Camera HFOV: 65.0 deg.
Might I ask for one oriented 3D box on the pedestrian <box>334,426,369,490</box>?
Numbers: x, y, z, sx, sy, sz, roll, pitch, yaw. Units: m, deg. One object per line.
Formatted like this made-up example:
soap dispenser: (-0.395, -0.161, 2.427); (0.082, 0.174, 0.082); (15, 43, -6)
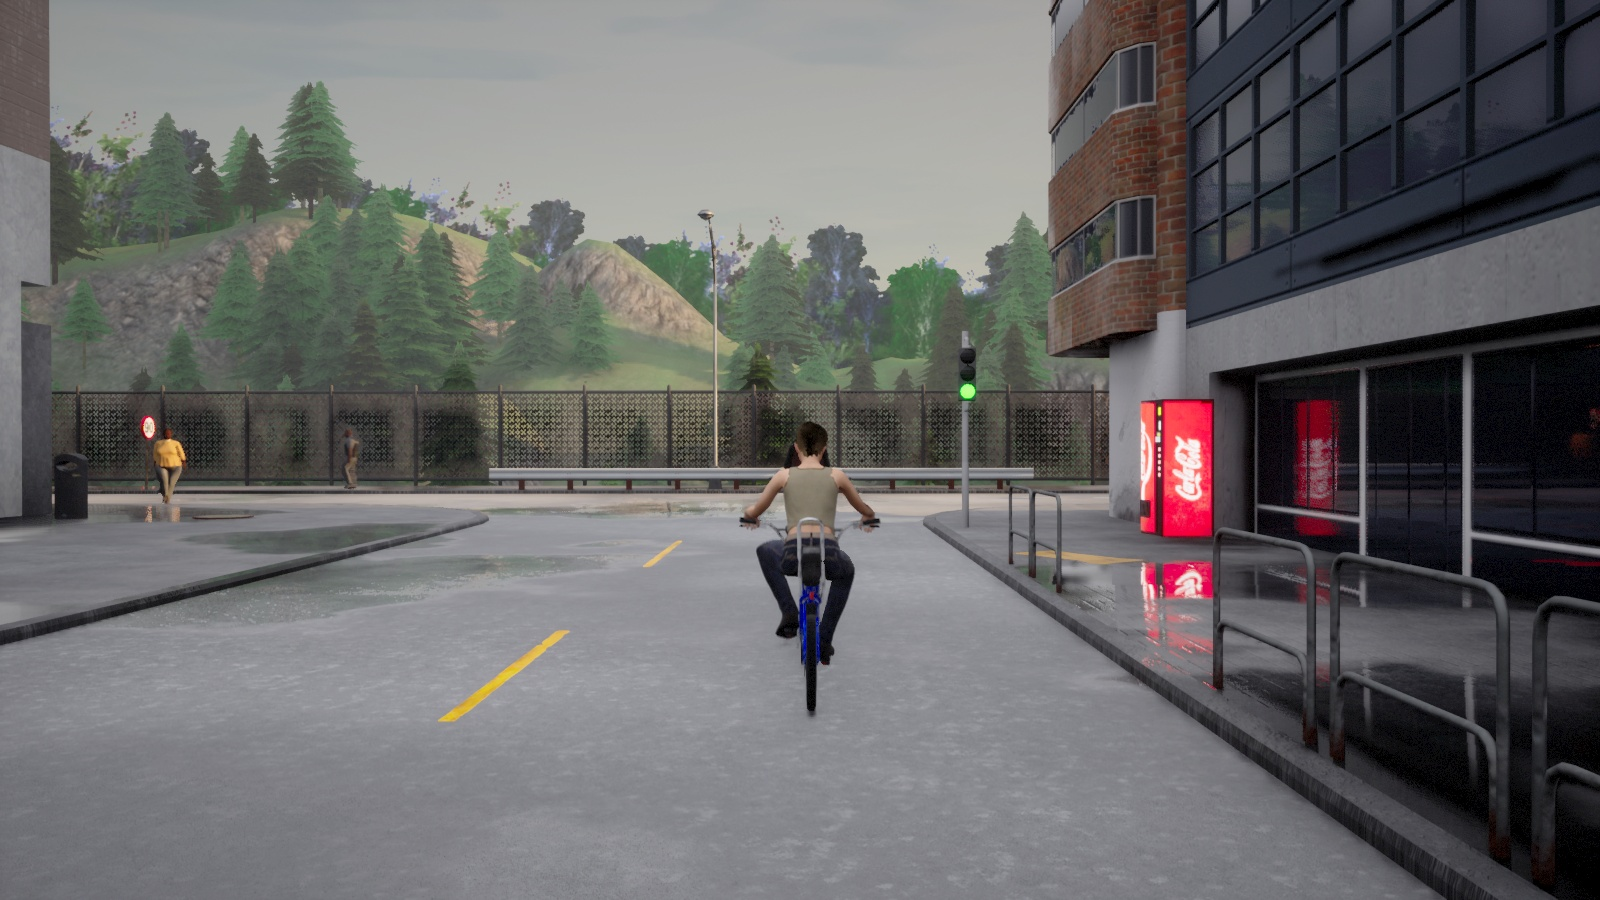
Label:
pedestrian: (-13.382, 0.238, 37.468); (0.849, 1.883, 0.563); (0, 0, -2)

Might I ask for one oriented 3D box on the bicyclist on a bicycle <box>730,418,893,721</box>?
bicyclist on a bicycle: (0.059, 0.642, 7.441); (0.866, 1.612, 1.509); (0, 0, 0)

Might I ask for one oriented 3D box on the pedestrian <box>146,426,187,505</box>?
pedestrian: (-15.162, 0.370, 30.071); (0.874, 1.855, 0.900); (0, 0, -26)
